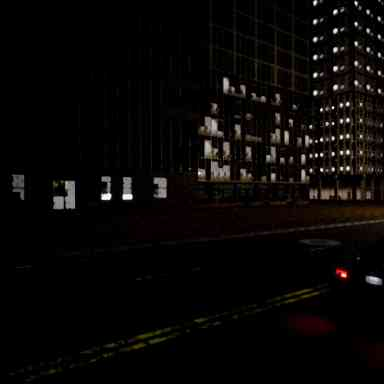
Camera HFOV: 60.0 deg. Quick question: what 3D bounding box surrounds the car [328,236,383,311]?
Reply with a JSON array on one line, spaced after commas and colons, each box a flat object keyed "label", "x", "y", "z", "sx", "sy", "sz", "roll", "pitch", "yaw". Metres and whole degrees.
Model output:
[{"label": "car", "x": 5.118, "y": 1.545, "z": 7.088, "sx": 5.357, "sy": 1.411, "sz": 2.033, "roll": 0, "pitch": 0, "yaw": -35}]
